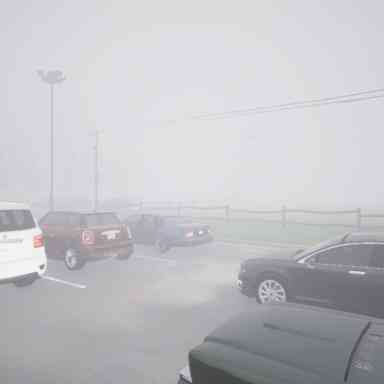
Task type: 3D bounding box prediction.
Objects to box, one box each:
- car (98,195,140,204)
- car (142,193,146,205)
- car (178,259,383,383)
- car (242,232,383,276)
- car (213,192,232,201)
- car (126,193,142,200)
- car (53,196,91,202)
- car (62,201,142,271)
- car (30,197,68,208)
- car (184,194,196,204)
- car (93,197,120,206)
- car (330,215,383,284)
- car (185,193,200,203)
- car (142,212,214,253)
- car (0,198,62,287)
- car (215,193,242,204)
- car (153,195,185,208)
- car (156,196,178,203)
[{"bbox_3d":[-9.017,1.505,40.080,1.837,1.490,4.892,0,0,36],"label":"car"},{"bbox_3d":[-10.174,1.223,56.317,2.150,2.045,5.566,0,0,36],"label":"car"},{"bbox_3d":[2.214,1.601,2.411,4.718,1.301,1.895,0,0,36],"label":"car"},{"bbox_3d":[3.190,1.505,6.014,4.892,1.490,1.837,0,0,36],"label":"car"},{"bbox_3d":[6.810,0.970,73.460,2.097,1.767,4.553,0,0,36],"label":"car"},{"bbox_3d":[-10.300,1.353,50.218,2.097,1.767,4.553,0,0,36],"label":"car"},{"bbox_3d":[-15.336,1.352,43.260,2.097,1.767,4.553,0,0,35],"label":"car"},{"bbox_3d":[-4.141,1.352,11.199,4.553,1.767,2.097,0,0,36],"label":"car"},{"bbox_3d":[-20.560,1.504,47.996,1.837,1.490,4.892,0,0,35],"label":"car"},{"bbox_3d":[-2.196,1.547,61.271,2.033,1.411,5.357,0,0,36],"label":"car"},{"bbox_3d":[-14.486,1.563,56.342,1.994,1.385,4.181,0,0,36],"label":"car"},{"bbox_3d":[6.257,1.478,8.129,5.008,1.535,1.882,0,0,36],"label":"car"},{"bbox_3d":[-0.532,1.223,69.349,2.150,2.045,5.566,0,0,36],"label":"car"},{"bbox_3d":[-1.705,1.547,13.759,5.357,1.411,2.033,0,0,36],"label":"car"},{"bbox_3d":[-5.811,1.221,8.087,5.566,2.045,2.150,0,0,36],"label":"car"},{"bbox_3d":[7.256,1.223,62.323,2.150,2.045,5.566,0,0,37],"label":"car"},{"bbox_3d":[-3.522,1.526,47.631,1.812,1.442,4.674,0,0,36],"label":"car"},{"bbox_3d":[-5.146,1.525,68.971,1.812,1.442,4.674,0,0,36],"label":"car"}]
